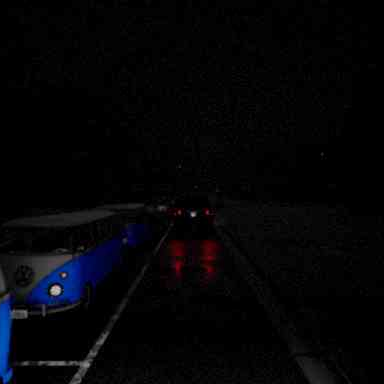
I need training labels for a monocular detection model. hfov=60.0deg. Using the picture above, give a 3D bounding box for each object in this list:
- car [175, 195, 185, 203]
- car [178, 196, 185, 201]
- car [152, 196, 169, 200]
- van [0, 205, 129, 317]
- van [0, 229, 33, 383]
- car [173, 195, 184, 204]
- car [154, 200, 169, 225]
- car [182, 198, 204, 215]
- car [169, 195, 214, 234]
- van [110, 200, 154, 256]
[{"bbox_3d":[-2.638,1.494,72.856,1.967,1.590,4.097,0,0,0],"label":"car"},{"bbox_3d":[-2.638,1.683,84.234,1.802,1.307,4.206,0,0,0],"label":"car"},{"bbox_3d":[-2.637,1.288,29.019,2.192,1.841,5.009,0,0,0],"label":"car"},{"bbox_3d":[-2.638,1.333,7.163,1.690,1.788,3.998,0,0,0],"label":"van"},{"bbox_3d":[-2.638,1.339,1.699,1.690,1.788,3.998,0,0,0],"label":"van"},{"bbox_3d":[-2.639,1.475,67.168,1.967,1.590,4.097,0,0,0],"label":"car"},{"bbox_3d":[-2.637,1.526,23.556,2.008,1.369,4.403,0,0,0],"label":"car"},{"bbox_3d":[0.122,1.465,35.151,2.128,1.511,4.902,0,0,1],"label":"car"},{"bbox_3d":[0.091,1.202,19.163,2.150,2.045,5.566,0,0,1],"label":"car"},{"bbox_3d":[-2.637,1.327,12.627,1.690,1.788,3.998,0,0,0],"label":"van"}]
